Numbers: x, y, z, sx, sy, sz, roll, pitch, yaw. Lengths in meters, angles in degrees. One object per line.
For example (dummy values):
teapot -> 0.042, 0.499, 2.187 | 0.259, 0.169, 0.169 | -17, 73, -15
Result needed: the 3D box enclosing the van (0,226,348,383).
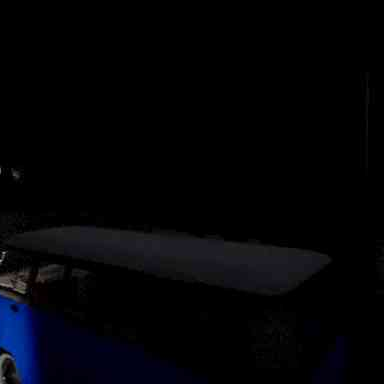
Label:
van -> -0.561, 1.326, 3.368 | 3.998, 1.788, 1.690 | 0, 0, 36
